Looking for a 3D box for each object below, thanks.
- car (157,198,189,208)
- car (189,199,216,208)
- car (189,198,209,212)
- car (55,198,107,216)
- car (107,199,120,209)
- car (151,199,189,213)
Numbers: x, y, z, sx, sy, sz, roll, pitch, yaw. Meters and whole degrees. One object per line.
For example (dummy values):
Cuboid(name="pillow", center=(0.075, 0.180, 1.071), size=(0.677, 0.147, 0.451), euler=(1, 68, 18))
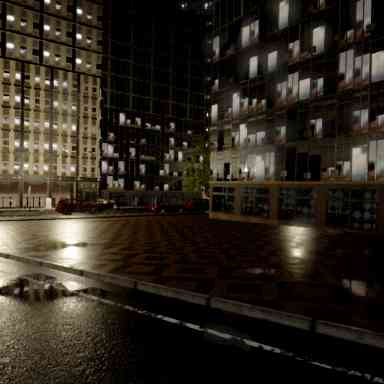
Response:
Cuboid(name="car", center=(-3.020, 1.786, 52.823), size=(4.829, 1.417, 1.752), euler=(1, 1, -34))
Cuboid(name="car", center=(1.805, 1.873, 56.112), size=(4.313, 1.339, 1.947), euler=(1, 1, -34))
Cuboid(name="car", center=(1.560, 1.782, 46.404), size=(5.009, 1.841, 2.192), euler=(1, 1, -34))
Cuboid(name="car", center=(-12.494, 1.646, 36.828), size=(5.009, 1.841, 2.192), euler=(1, 1, -34))
Cuboid(name="car", center=(-12.249, 1.722, 46.535), size=(4.403, 1.369, 2.008), euler=(1, 1, -34))
Cuboid(name="car", center=(-3.129, 1.966, 43.216), size=(4.507, 1.381, 1.887), euler=(1, 1, -34))
